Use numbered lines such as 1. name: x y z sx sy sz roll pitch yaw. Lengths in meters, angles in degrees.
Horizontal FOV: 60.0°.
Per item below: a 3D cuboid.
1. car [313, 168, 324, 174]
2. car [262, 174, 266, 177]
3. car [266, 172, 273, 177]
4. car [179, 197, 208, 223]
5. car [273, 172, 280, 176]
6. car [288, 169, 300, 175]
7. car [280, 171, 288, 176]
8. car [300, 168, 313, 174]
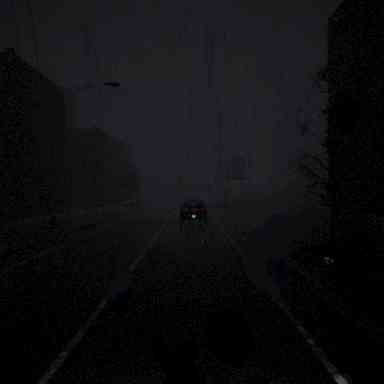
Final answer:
1. car: 24.269 -3.767 59.452 2.002 1.452 4.674 0 1 -7
2. car: 21.782 -4.579 92.716 2.231 1.521 4.892 0 1 -1
3. car: 21.908 -4.469 87.199 2.231 1.521 4.892 0 1 -1
4. car: 0.113 1.347 23.928 2.128 1.511 4.902 0 0 0
5. car: 22.138 -4.301 81.657 2.002 1.452 4.674 0 1 -2
6. car: 22.953 -4.201 70.615 2.185 1.767 4.553 0 1 -5
7. car: 22.487 -4.208 76.121 2.097 1.535 5.008 0 1 -4
8. car: 23.570 -3.909 64.925 2.163 1.488 4.792 0 1 -6
